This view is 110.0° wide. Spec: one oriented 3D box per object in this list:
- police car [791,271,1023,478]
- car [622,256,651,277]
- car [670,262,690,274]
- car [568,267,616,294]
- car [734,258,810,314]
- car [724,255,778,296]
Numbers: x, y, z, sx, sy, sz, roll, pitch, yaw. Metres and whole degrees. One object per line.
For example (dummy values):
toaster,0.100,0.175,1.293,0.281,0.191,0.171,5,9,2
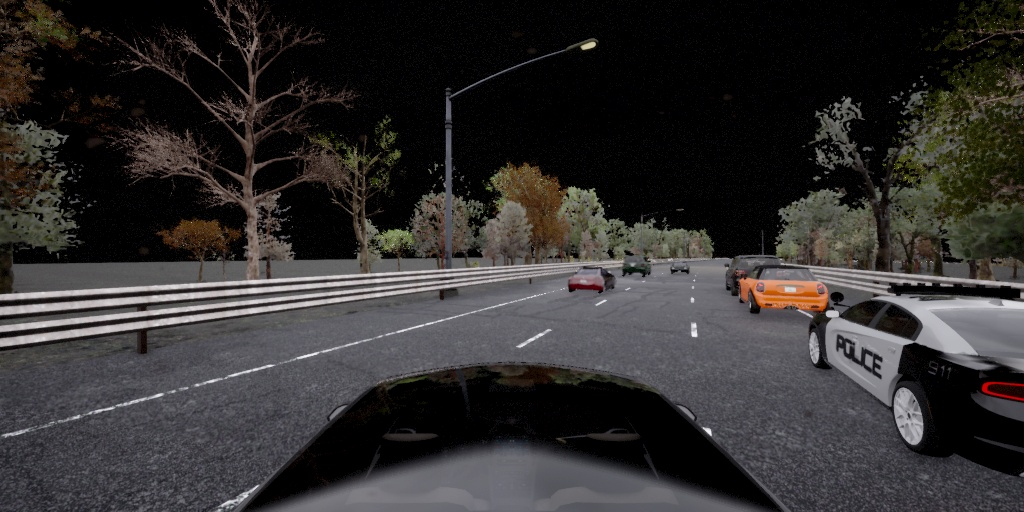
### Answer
police car,5.593,1.175,4.679,1.930,1.638,5.238,0,0,26
car,12.455,0.982,35.669,2.150,2.045,5.566,0,0,28
car,19.204,1.369,40.827,1.895,1.301,4.718,0,0,28
car,4.691,1.315,20.722,1.994,1.385,4.181,0,0,27
car,9.888,1.102,13.415,2.097,1.767,4.553,0,0,27
car,12.584,0.978,18.758,2.150,2.045,5.566,0,0,27
